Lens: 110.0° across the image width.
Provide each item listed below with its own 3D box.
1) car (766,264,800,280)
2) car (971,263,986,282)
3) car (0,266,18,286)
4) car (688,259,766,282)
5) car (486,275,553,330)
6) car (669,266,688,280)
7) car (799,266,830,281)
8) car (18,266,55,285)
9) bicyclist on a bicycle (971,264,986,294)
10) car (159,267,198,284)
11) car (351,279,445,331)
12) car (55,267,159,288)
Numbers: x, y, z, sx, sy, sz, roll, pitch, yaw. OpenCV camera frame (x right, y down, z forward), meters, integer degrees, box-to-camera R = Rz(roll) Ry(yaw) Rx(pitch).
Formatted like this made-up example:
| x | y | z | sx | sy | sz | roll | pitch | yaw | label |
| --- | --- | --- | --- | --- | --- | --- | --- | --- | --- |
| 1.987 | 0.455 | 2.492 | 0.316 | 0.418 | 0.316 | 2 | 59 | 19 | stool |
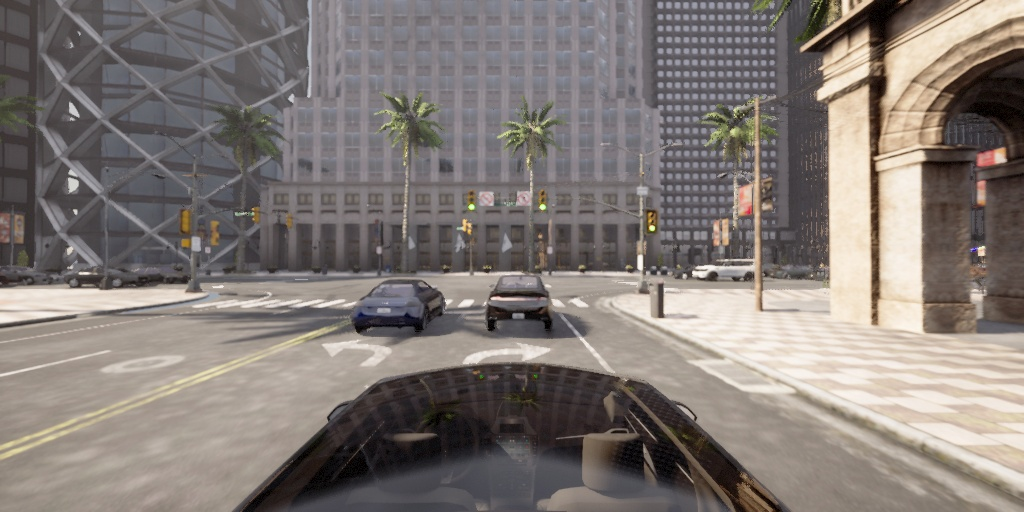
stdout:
| x | y | z | sx | sy | sz | roll | pitch | yaw | label |
| --- | --- | --- | --- | --- | --- | --- | --- | --- | --- |
| 28.810 | 1.704 | 36.991 | 4.181 | 1.385 | 1.994 | 0 | -1 | 0 | car |
| 40.404 | 1.578 | 33.447 | 5.008 | 1.535 | 1.882 | 0 | -1 | 0 | car |
| -38.393 | 1.355 | 24.659 | 4.553 | 1.767 | 2.097 | 0 | -1 | -21 | car |
| 19.969 | 1.324 | 33.528 | 5.566 | 2.045 | 2.150 | 0 | -1 | 0 | car |
| 0.282 | 1.351 | 11.610 | 2.128 | 1.511 | 4.902 | 0 | -1 | 3 | car |
| 18.847 | 1.645 | 37.027 | 4.892 | 1.490 | 1.837 | 0 | -1 | 0 | car |
| 29.954 | 1.665 | 33.492 | 4.181 | 1.385 | 1.994 | 0 | -1 | 0 | car |
| -39.062 | 1.533 | 28.064 | 4.902 | 1.511 | 2.128 | 0 | -1 | -19 | car |
| 24.675 | 1.242 | 19.031 | 0.582 | 1.620 | 1.656 | 0 | -1 | 0 | bicyclist on a bicycle |
| -29.459 | 1.607 | 29.737 | 5.357 | 1.411 | 2.033 | 0 | -1 | -3 | car |
| -3.405 | 1.422 | 11.429 | 1.994 | 1.385 | 4.181 | 0 | -1 | -1 | car |
| -29.459 | 1.525 | 26.189 | 4.892 | 1.490 | 1.837 | 0 | -1 | -4 | car |
